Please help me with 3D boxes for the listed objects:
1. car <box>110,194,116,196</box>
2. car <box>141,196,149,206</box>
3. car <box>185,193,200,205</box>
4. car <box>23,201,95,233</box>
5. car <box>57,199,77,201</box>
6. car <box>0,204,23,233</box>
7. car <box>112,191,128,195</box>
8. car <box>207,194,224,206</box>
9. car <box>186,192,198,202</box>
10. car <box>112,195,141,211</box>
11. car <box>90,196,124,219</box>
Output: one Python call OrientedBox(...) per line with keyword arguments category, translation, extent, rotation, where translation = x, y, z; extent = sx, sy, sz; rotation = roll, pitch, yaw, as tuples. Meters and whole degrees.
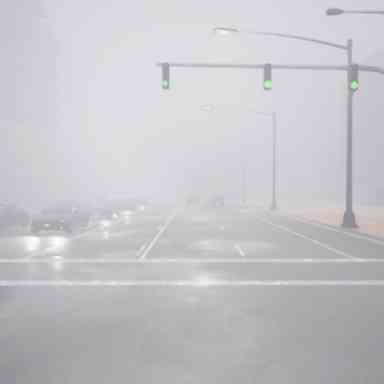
OrientedBox(category="car", translation=(-10.598, 1.247, 37.924), extent=(2.033, 1.411, 5.357), rotation=(0, 0, 0))
OrientedBox(category="car", translation=(-7.074, 1.202, 45.701), extent=(1.994, 1.385, 4.181), rotation=(0, 0, 0))
OrientedBox(category="car", translation=(0.089, 1.105, 48.808), extent=(2.128, 1.511, 4.902), rotation=(0, 0, 0))
OrientedBox(category="car", translation=(-7.096, 1.419, 18.230), extent=(1.994, 1.385, 4.181), rotation=(0, 0, 0))
OrientedBox(category="car", translation=(-10.594, 1.326, 27.837), extent=(2.033, 1.411, 5.357), rotation=(0, 0, 0))
OrientedBox(category="car", translation=(-10.597, 1.380, 18.261), extent=(1.812, 1.442, 4.674), rotation=(0, 0, 0))
OrientedBox(category="car", translation=(-10.555, 0.839, 48.264), extent=(2.150, 2.045, 5.566), rotation=(0, 0, 0))
OrientedBox(category="car", translation=(3.491, 1.128, 47.532), extent=(1.837, 1.490, 4.892), rotation=(0, 0, 0))
OrientedBox(category="car", translation=(-0.010, 0.885, 58.986), extent=(2.097, 1.767, 4.553), rotation=(0, 0, 0))
OrientedBox(category="car", translation=(-7.095, 1.281, 35.725), extent=(1.994, 1.385, 4.181), rotation=(0, 0, 0))
OrientedBox(category="car", translation=(-7.093, 1.311, 26.974), extent=(1.812, 1.442, 4.674), rotation=(0, 0, 0))
